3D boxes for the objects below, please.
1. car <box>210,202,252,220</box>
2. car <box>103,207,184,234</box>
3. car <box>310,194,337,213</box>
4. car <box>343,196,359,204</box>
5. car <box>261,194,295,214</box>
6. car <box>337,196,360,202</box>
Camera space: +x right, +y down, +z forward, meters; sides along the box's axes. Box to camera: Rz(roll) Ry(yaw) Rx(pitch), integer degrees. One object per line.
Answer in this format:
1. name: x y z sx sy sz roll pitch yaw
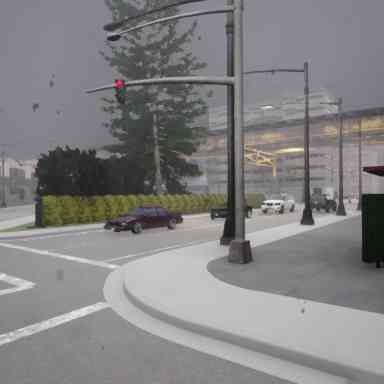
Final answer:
1. car: 3.425 1.534 28.477 1.882 1.535 5.008 -1 0 36
2. car: -2.697 1.601 20.031 2.033 1.411 5.357 -1 0 36
3. car: 14.936 1.246 38.089 2.150 2.045 5.566 -1 0 35
4. car: 31.946 1.520 67.954 4.974 1.542 2.038 0 0 -29
5. car: 9.729 1.280 37.140 2.150 2.045 5.566 -1 0 36
6. car: 31.989 1.363 67.981 4.536 1.218 1.853 0 0 -29
